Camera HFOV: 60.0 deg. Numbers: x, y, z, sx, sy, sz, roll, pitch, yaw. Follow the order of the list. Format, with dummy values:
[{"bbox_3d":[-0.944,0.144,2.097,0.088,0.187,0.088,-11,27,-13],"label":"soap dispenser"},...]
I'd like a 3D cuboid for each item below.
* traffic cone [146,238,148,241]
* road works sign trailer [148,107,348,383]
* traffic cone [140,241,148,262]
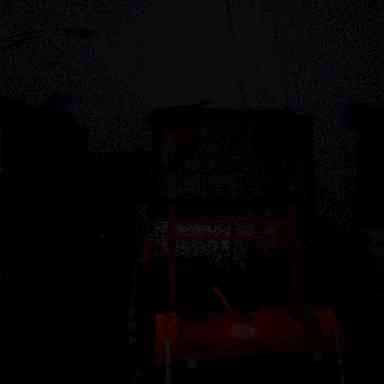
[{"bbox_3d":[-1.885,2.200,13.832,0.340,0.580,0.340,1,-1,-6],"label":"traffic cone"},{"bbox_3d":[0.593,0.559,5.084,2.380,3.560,2.880,0,-1,-6],"label":"road works sign trailer"},{"bbox_3d":[-1.664,2.165,11.845,0.340,0.580,0.340,1,-1,-6],"label":"traffic cone"}]
